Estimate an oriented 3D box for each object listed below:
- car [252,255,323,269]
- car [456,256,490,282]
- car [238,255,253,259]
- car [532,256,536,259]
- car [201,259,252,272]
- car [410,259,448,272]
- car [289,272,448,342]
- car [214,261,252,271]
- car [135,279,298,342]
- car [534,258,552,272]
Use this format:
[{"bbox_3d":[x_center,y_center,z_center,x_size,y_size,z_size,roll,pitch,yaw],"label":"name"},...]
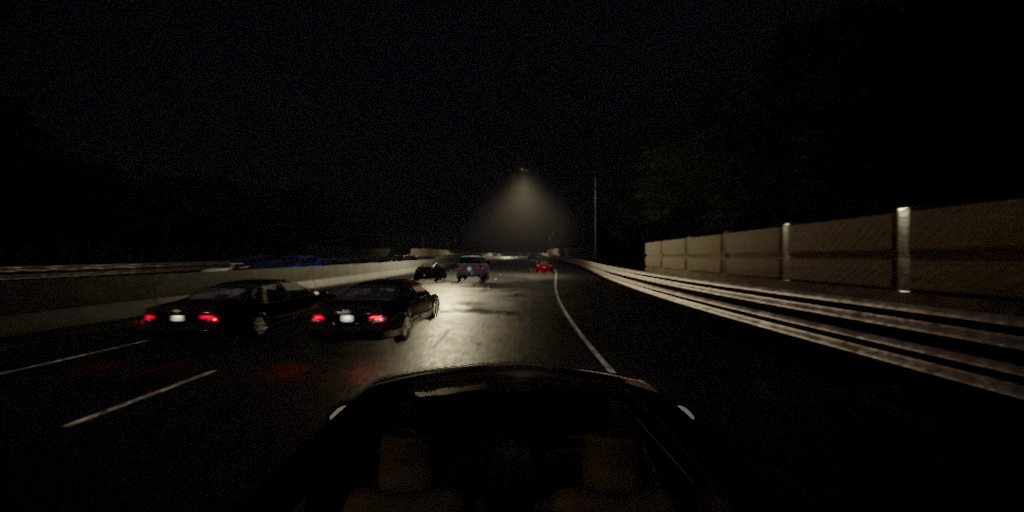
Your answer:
[{"bbox_3d":[-17.294,0.981,28.459,2.150,2.045,5.566,0,0,1],"label":"car"},{"bbox_3d":[-3.078,0.987,29.072,2.150,2.045,5.566,0,0,1],"label":"car"},{"bbox_3d":[-26.837,0.938,36.918,2.150,2.045,5.566,0,0,-1],"label":"car"},{"bbox_3d":[4.252,1.103,49.716,2.128,1.511,4.902,0,1,2],"label":"car"},{"bbox_3d":[-24.235,1.274,30.764,1.812,1.442,4.674,0,0,1],"label":"car"},{"bbox_3d":[-6.567,1.253,29.508,2.128,1.511,4.902,0,0,1],"label":"car"},{"bbox_3d":[-3.368,1.337,9.848,2.033,1.411,5.357,0,0,0],"label":"car"},{"bbox_3d":[-20.786,1.322,28.573,1.994,1.385,4.181,0,0,1],"label":"car"},{"bbox_3d":[-6.868,1.333,9.884,2.033,1.411,5.357,0,0,0],"label":"car"},{"bbox_3d":[3.900,1.235,43.828,1.994,1.385,4.181,0,1,4],"label":"car"}]
